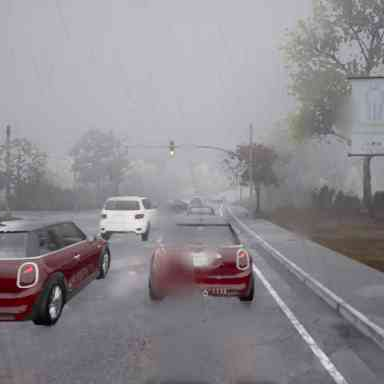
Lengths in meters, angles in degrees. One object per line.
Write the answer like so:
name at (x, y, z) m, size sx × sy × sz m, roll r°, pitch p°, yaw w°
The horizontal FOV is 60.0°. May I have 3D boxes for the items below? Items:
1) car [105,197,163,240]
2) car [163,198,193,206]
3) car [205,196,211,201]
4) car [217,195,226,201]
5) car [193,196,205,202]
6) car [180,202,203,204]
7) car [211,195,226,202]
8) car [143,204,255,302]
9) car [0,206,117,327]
car at (-3.042, 1.240, 17.240) m, size 2.150 × 2.045 × 5.566 m, roll 0°, pitch 0°, yaw 2°
car at (-2.007, 1.563, 38.789) m, size 1.812 × 1.442 × 4.674 m, roll 1°, pitch 1°, yaw 26°
car at (4.141, 1.623, 85.924) m, size 2.033 × 1.411 × 5.357 m, roll 0°, pitch 0°, yaw 10°
car at (7.639, 1.475, 85.611) m, size 1.812 × 1.442 × 4.674 m, roll 0°, pitch 0°, yaw 10°
car at (0.952, 1.567, 64.471) m, size 1.837 × 1.490 × 4.892 m, roll 0°, pitch 0°, yaw 7°
car at (0.503, 1.510, 18.256) m, size 2.128 × 1.511 × 4.902 m, roll 0°, pitch 0°, yaw 2°
car at (5.953, 1.663, 75.518) m, size 1.895 × 1.301 × 4.718 m, roll 0°, pitch 0°, yaw 9°
car at (0.223, 1.361, 8.452) m, size 2.097 × 1.767 × 4.553 m, roll 0°, pitch 0°, yaw 1°
car at (-3.294, 1.359, 7.235) m, size 2.097 × 1.767 × 4.553 m, roll 0°, pitch 0°, yaw 1°
